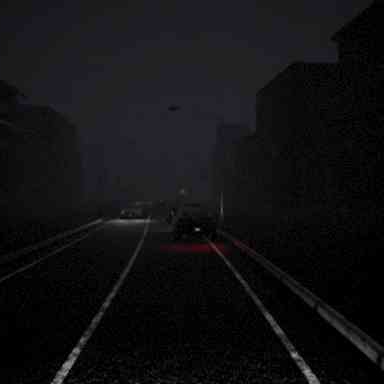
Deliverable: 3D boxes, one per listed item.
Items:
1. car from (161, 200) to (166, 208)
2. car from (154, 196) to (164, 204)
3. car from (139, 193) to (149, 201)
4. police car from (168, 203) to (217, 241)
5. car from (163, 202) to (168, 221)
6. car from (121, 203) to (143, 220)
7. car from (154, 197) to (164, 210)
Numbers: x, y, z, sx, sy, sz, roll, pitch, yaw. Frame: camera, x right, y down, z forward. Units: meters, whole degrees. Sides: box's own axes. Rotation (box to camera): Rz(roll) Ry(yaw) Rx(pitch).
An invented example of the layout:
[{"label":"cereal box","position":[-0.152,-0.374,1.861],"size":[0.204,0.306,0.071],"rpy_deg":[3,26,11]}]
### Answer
[{"label":"car","position":[-1.784,1.817,32.573],"size":[1.812,1.442,4.674],"rpy_deg":[0,-1,-7]},{"label":"car","position":[-6.678,1.652,66.748],"size":[1.895,1.301,4.718],"rpy_deg":[0,2,-7]},{"label":"car","position":[-10.375,1.058,72.516],"size":[2.097,1.767,4.553],"rpy_deg":[0,2,-7]},{"label":"police car","position":[-0.002,1.408,16.697],"size":[1.930,1.638,5.238],"rpy_deg":[0,-1,-5]},{"label":"car","position":[-1.088,1.674,26.604],"size":[1.812,1.442,4.674],"rpy_deg":[0,-1,-7]},{"label":"car","position":[-5.706,1.827,31.712],"size":[1.812,1.442,4.674],"rpy_deg":[0,-1,-7]},{"label":"car","position":[-4.936,1.890,51.818],"size":[2.128,1.511,4.902],"rpy_deg":[0,1,-7]}]
